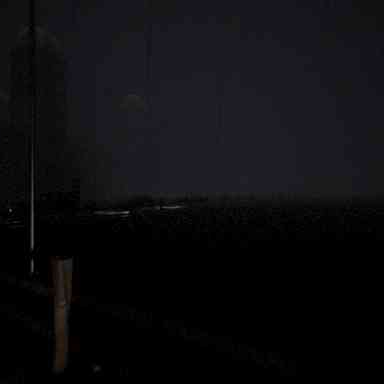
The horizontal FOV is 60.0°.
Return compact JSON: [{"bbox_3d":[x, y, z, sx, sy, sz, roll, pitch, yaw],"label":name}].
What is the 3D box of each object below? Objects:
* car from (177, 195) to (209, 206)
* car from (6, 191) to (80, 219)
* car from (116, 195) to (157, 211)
[{"bbox_3d":[0.166,1.050,43.184,1.895,1.301,4.718,1,1,35],"label":"car"},{"bbox_3d":[-11.617,0.960,26.470,2.150,2.045,5.566,1,1,35],"label":"car"},{"bbox_3d":[-5.765,1.071,34.785,1.882,1.535,5.008,1,1,35],"label":"car"}]
